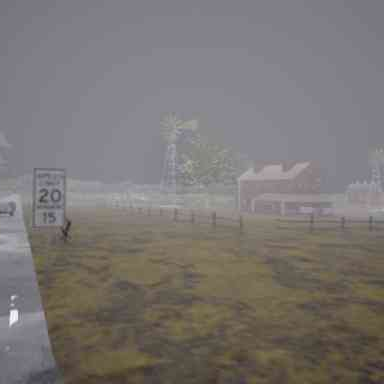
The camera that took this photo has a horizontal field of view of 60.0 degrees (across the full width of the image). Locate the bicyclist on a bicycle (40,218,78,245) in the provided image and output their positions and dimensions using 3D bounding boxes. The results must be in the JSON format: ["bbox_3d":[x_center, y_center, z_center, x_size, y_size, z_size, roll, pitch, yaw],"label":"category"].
[{"bbox_3d":[-6.103,1.632,15.332,1.656,1.620,0.582,2,-1,-28],"label":"bicyclist on a bicycle"}]

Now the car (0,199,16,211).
[{"bbox_3d":[-26.582,1.811,48.037,1.882,1.535,5.008,1,-1,-28],"label":"car"}]

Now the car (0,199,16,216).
[{"bbox_3d":[-19.780,1.797,34.994,2.033,1.411,5.357,1,-1,-27],"label":"car"}]
